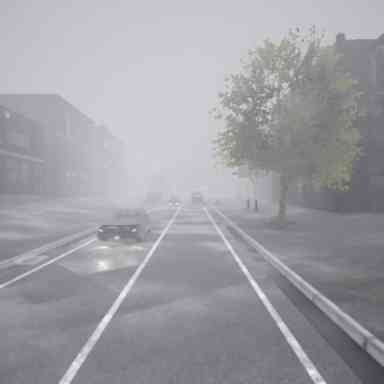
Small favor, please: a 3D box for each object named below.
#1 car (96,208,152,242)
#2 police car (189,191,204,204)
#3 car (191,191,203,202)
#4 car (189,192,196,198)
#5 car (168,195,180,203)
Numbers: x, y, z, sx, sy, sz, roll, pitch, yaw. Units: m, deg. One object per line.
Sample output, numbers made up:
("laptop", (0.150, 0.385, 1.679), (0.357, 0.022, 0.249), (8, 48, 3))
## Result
("car", (-3.091, 1.488, 16.341), (2.033, 1.411, 5.357), (0, 0, 0))
("police car", (0.927, 1.046, 55.762), (1.930, 1.638, 5.238), (0, 0, 0))
("car", (0.932, 0.795, 65.685), (2.150, 2.045, 5.566), (0, 0, 0))
("car", (0.045, 0.849, 89.399), (1.812, 1.442, 4.674), (0, 0, 0))
("car", (-3.010, 1.156, 57.974), (2.033, 1.411, 5.357), (0, 0, 1))
